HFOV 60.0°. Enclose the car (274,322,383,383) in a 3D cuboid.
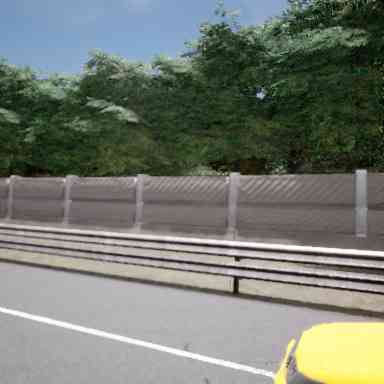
[{"bbox_3d":[3.454,1.662,2.674,5.366,1.575,1.801,0,-3,25],"label":"car"}]
